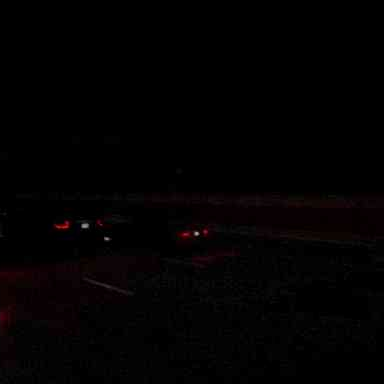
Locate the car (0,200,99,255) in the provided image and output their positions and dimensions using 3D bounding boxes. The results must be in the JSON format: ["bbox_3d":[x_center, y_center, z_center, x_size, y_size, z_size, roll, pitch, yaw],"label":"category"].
[{"bbox_3d":[-5.930,1.324,13.994,5.566,2.045,2.150,0,-1,42],"label":"car"}]

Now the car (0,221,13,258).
[{"bbox_3d":[-8.015,1.647,11.156,4.718,1.301,1.895,0,-1,42],"label":"car"}]

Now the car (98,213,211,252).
[{"bbox_3d":[-1.689,1.706,14.895,5.357,1.411,2.033,0,-1,42],"label":"car"}]
